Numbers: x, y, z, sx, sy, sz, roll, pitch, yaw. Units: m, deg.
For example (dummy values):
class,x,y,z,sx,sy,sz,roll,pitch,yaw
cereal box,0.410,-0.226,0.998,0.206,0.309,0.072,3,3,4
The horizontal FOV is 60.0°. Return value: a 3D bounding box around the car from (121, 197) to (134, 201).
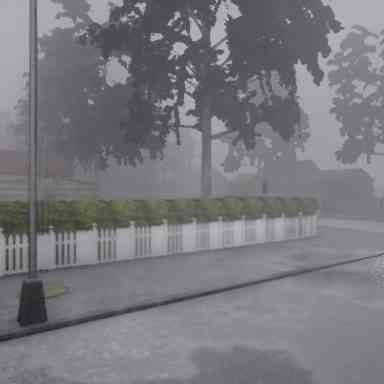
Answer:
class,x,y,z,sx,sy,sz,roll,pitch,yaw
car,-9.160,1.555,49.804,1.837,1.490,4.892,0,0,-35
